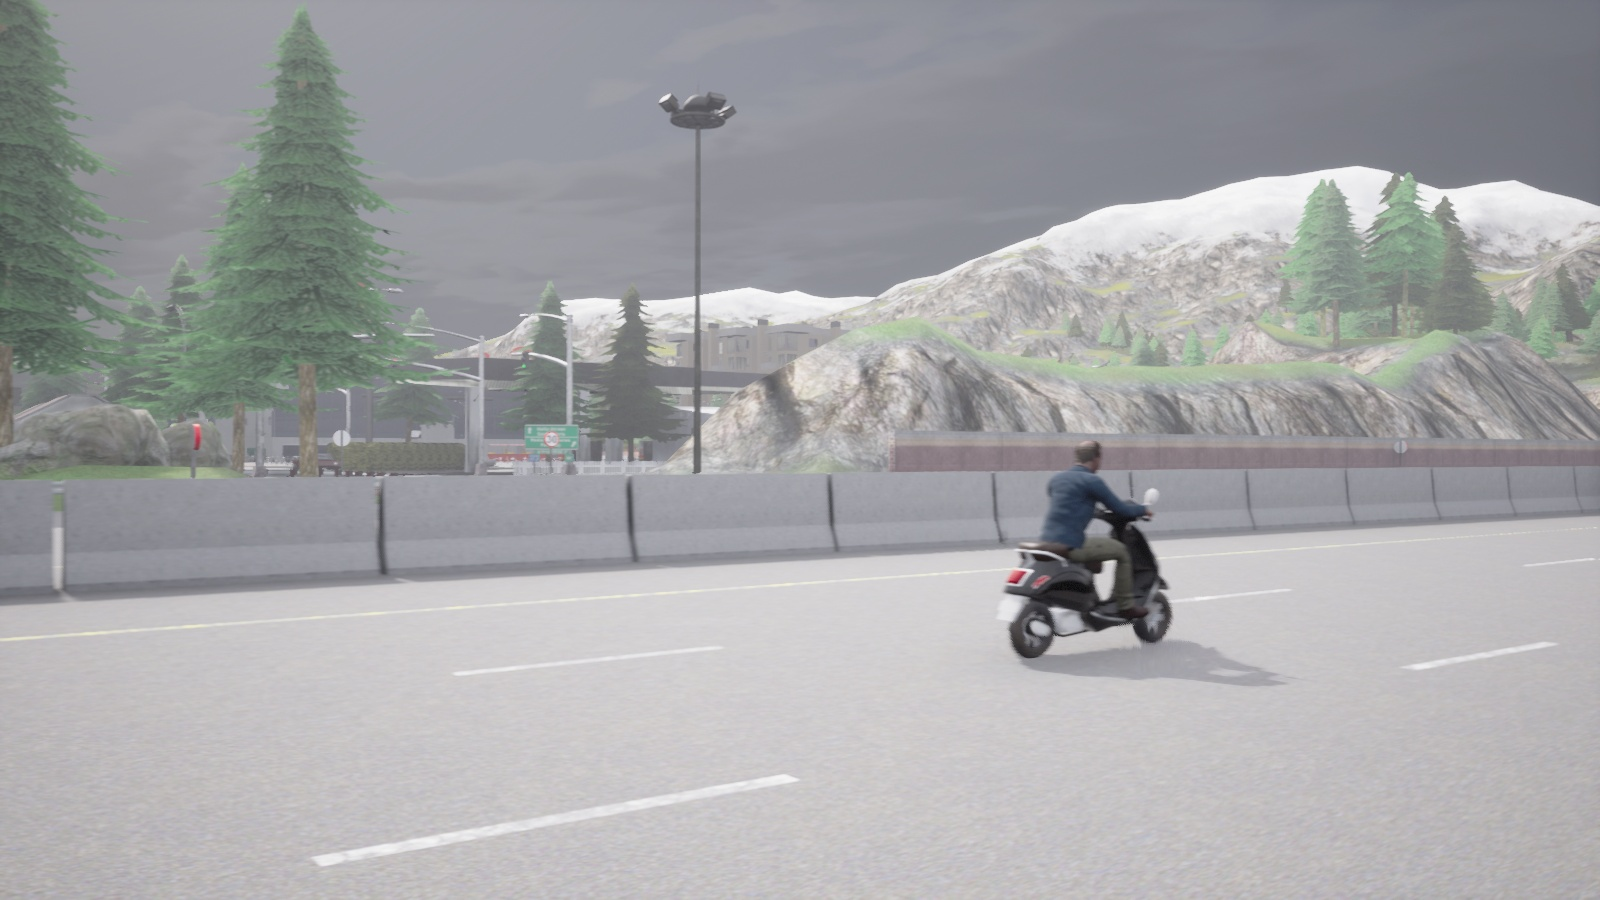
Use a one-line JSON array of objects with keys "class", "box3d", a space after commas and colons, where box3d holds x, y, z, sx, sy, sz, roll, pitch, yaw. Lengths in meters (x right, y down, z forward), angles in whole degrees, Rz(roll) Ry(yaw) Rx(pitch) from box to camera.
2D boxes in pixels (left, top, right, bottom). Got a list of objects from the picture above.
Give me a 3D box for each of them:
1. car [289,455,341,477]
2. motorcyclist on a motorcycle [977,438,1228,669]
[{"class": "car", "box3d": [-30.473, 0.991, 78.849, 1.895, 1.301, 4.718, 2, -1, -35]}, {"class": "motorcyclist on a motorcycle", "box3d": [2.312, 0.717, 9.532, 1.817, 1.590, 0.866, 0, 0, -35]}]
